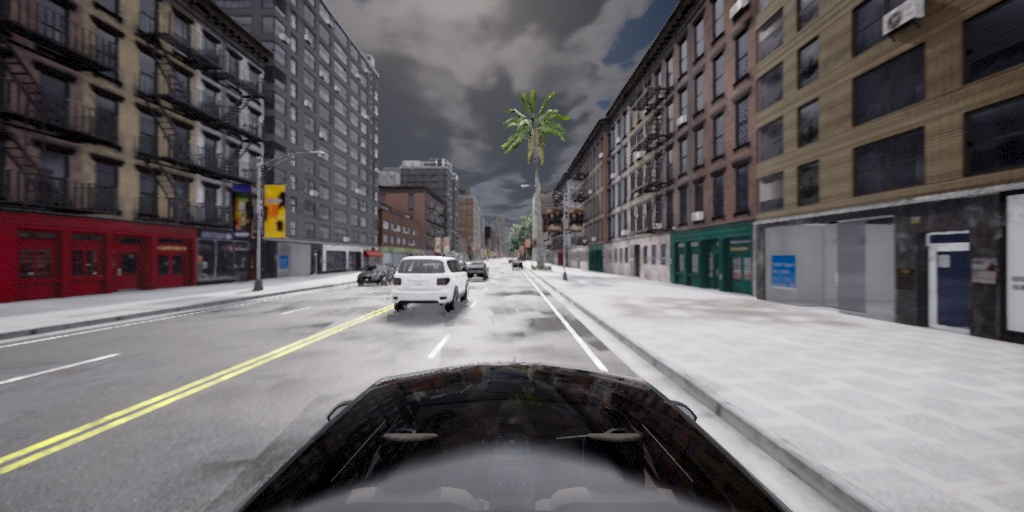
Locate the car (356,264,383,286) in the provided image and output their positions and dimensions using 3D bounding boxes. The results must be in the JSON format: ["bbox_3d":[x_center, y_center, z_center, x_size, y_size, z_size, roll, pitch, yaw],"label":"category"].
[{"bbox_3d":[-9.843,1.375,26.731,1.837,1.490,4.892,0,0,0],"label":"car"}]

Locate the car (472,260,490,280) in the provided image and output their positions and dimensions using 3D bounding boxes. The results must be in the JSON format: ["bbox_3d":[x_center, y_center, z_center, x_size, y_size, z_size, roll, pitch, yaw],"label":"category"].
[{"bbox_3d":[-3.145,1.407,33.264,1.837,1.490,4.892,0,0,0],"label":"car"}]

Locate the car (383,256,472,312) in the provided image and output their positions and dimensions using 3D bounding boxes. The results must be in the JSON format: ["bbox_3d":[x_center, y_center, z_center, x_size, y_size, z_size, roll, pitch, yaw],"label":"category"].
[{"bbox_3d":[-3.148,1.036,14.753,2.150,2.045,5.566,0,0,0],"label":"car"}]

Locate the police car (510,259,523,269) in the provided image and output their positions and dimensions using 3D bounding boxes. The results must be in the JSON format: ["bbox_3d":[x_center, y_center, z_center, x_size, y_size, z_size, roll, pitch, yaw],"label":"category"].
[{"bbox_3d":[0.984,1.468,62.892,1.930,1.638,5.238,0,0,0],"label":"police car"}]
